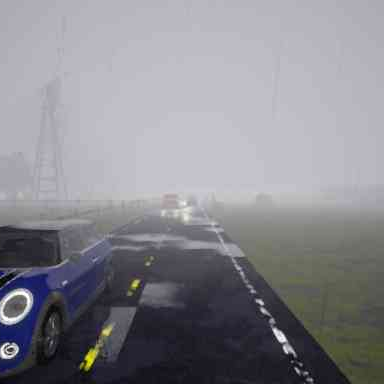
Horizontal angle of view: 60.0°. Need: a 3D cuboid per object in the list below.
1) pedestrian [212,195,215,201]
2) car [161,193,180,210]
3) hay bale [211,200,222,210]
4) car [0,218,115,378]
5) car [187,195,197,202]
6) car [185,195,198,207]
[{"bbox_3d":[2.814,1.309,43.683,0.375,1.860,0.375,-1,1,4],"label":"pedestrian"},{"bbox_3d":[-2.846,1.229,44.477,2.150,2.045,5.566,0,0,0],"label":"car"},{"bbox_3d":[3.126,1.664,42.569,1.220,1.180,1.240,1,1,0],"label":"hay bale"},{"bbox_3d":[-2.847,1.353,5.813,2.097,1.767,4.553,0,0,1],"label":"car"},{"bbox_3d":[-0.018,1.371,70.608,1.882,1.535,5.008,0,0,0],"label":"car"},{"bbox_3d":[-0.013,1.564,50.922,2.033,1.411,5.357,0,0,0],"label":"car"}]
